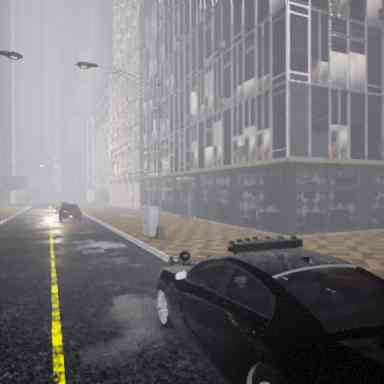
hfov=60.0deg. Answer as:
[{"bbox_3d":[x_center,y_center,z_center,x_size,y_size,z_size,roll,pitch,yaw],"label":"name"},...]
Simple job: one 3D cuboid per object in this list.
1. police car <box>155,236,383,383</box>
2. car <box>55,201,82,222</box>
[{"bbox_3d":[0.922,1.440,4.586,1.930,1.638,5.238,0,0,-23],"label":"police car"},{"bbox_3d":[-11.035,1.792,29.911,1.837,1.490,4.892,0,0,-23],"label":"car"}]
